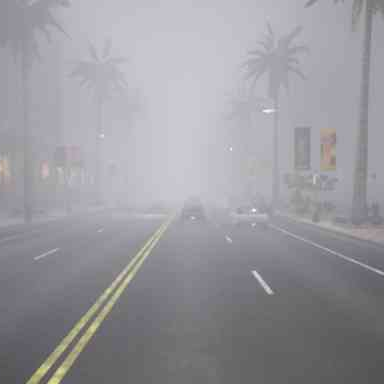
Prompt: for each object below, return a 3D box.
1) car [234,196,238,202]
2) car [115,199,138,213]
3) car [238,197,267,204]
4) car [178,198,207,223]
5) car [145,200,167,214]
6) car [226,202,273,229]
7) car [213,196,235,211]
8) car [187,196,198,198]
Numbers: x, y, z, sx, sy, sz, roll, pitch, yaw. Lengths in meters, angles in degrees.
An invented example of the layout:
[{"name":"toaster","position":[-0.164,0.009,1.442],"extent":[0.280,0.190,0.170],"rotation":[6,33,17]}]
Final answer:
[{"name":"car","position":[6.823,1.449,56.803],"extent":[2.161,1.482,4.786],"rotation":[0,0,0]},{"name":"car","position":[-7.135,1.488,36.614],"extent":[1.812,1.442,4.674],"rotation":[0,0,0]},{"name":"car","position":[6.548,1.314,34.873],"extent":[2.185,1.767,4.553],"rotation":[0,0,0]},{"name":"car","position":[0.065,1.479,25.001],"extent":[1.837,1.490,4.892],"rotation":[0,1,0]},{"name":"car","position":[-3.635,1.528,34.217],"extent":[1.994,1.385,4.181],"rotation":[0,0,0]},{"name":"car","position":[3.570,1.576,21.476],"extent":[1.895,1.301,4.718],"rotation":[0,0,0]},{"name":"car","position":[3.568,1.482,39.221],"extent":[1.812,1.442,4.674],"rotation":[0,0,0]},{"name":"car","position":[0.081,1.307,40.781],"extent":[2.097,1.767,4.553],"rotation":[0,0,0]}]
